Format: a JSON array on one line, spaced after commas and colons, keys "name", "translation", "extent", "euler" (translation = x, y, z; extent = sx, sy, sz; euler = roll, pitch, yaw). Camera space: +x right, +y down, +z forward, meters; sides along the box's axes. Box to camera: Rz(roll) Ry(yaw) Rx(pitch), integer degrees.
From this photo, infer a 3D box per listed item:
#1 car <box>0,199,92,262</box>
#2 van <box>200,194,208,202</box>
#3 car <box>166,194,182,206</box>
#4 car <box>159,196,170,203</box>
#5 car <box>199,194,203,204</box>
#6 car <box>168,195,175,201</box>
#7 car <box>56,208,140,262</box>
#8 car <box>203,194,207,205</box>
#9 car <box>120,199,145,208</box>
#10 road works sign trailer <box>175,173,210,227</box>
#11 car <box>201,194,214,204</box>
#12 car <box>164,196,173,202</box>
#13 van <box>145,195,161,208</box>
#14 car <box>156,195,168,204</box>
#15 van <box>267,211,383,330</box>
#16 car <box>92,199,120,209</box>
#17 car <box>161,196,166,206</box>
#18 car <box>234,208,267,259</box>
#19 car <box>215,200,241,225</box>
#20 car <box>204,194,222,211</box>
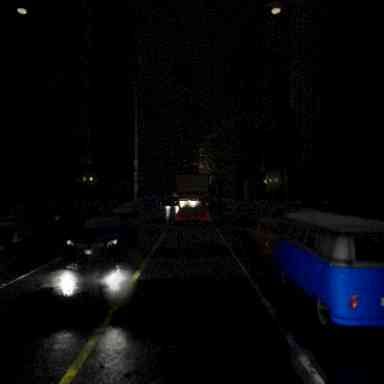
[{"name": "car", "translation": [-5.660, 1.317, 12.310], "extent": [2.192, 1.841, 5.009], "euler": [0, 0, 0]}, {"name": "van", "translation": [2.900, 1.374, 79.961], "extent": [1.690, 1.788, 3.998], "euler": [0, 0, 0]}, {"name": "car", "translation": [-3.043, 1.497, 53.611], "extent": [1.837, 1.490, 4.892], "euler": [0, 0, 0]}, {"name": "car", "translation": [-5.632, 1.559, 68.698], "extent": [1.887, 1.381, 4.507], "euler": [0, 0, 0]}, {"name": "car", "translation": [2.888, 1.312, 57.403], "extent": [2.192, 1.841, 5.009], "euler": [0, 0, 0]}, {"name": "car", "translation": [-5.621, 1.581, 91.084], "extent": [1.752, 1.417, 4.829], "euler": [0, 0, 0]}, {"name": "car", "translation": [-3.093, 1.527, 12.267], "extent": [1.812, 1.442, 4.674], "euler": [0, 0, 0]}, {"name": "car", "translation": [2.883, 1.426, 46.123], "extent": [1.967, 1.590, 4.097], "euler": [0, 0, 0]}, {"name": "car", "translation": [-5.652, 1.516, 29.018], "extent": [1.752, 1.417, 4.829], "euler": [0, 0, 1]}, {"name": "road works sign trailer", "translation": [0.012, 0.459, 22.879], "extent": [2.380, 3.560, 2.880], "euler": [0, 0, 0]}, {"name": "car", "translation": [2.891, 1.320, 63.042], "extent": [2.192, 1.841, 5.009], "euler": [0, 0, 0]}, {"name": "car", "translation": [-5.626, 1.615, 79.977], "extent": [1.802, 1.307, 4.206], "euler": [0, 0, 0]}, {"name": "van", "translation": [-5.642, 1.327, 46.143], "extent": [1.690, 1.788, 3.998], "euler": [0, 0, 0]}, {"name": "car", "translation": [-5.635, 1.446, 63.060], "extent": [1.967, 1.590, 4.097], "euler": [0, 0, 0]}, {"name": "van", "translation": [2.863, 1.344, 6.643], "extent": [1.690, 1.788, 3.998], "euler": [0, 0, 0]}, {"name": "car", "translation": [-5.657, 1.314, 17.950], "extent": [2.192, 1.841, 5.009], "euler": [0, 0, 0]}, {"name": "car", "translation": [-5.640, 1.556, 51.781], "extent": [1.947, 1.339, 4.313], "euler": [0, 0, 0]}, {"name": "car", "translation": [2.867, 1.527, 12.455], "extent": [1.752, 1.417, 4.829], "euler": [0, 0, 0]}, {"name": "car", "translation": [2.879, 1.519, 23.768], "extent": [1.752, 1.417, 4.829], "euler": [0, 0, 1]}, {"name": "car", "translation": [2.880, 1.425, 40.485], "extent": [1.967, 1.590, 4.097], "euler": [0, 0, 0]}]
